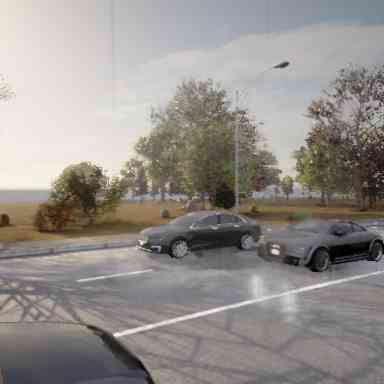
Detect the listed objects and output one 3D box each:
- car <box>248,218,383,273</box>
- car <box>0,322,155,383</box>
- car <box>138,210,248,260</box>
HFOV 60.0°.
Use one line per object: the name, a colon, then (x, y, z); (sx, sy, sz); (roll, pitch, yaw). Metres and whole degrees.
car: (4.111, 1.529, 10.511); (4.181, 1.385, 1.994); (0, 0, -30)
car: (-2.213, 1.554, 2.022); (4.181, 1.385, 1.994); (0, 0, -36)
car: (0.398, 1.459, 12.358); (4.892, 1.490, 1.837); (0, 0, -31)
